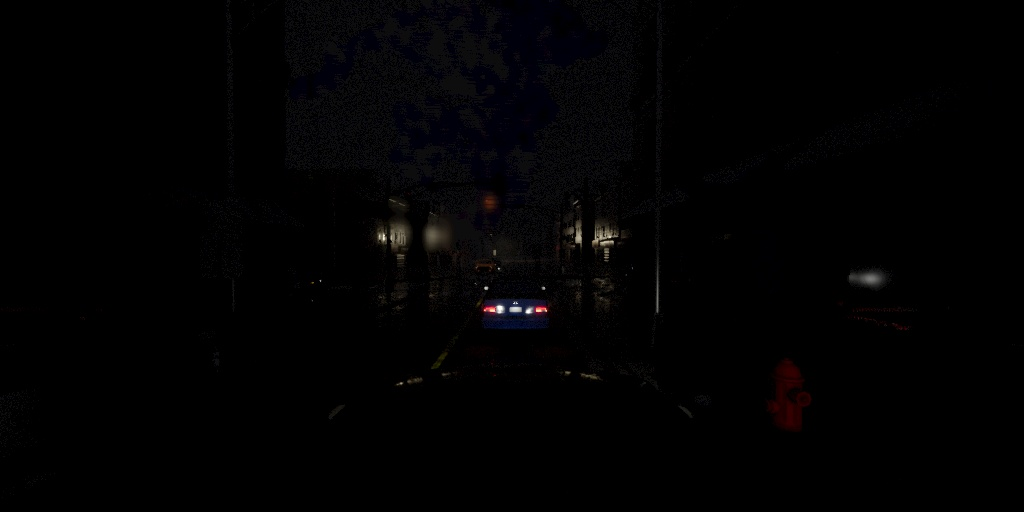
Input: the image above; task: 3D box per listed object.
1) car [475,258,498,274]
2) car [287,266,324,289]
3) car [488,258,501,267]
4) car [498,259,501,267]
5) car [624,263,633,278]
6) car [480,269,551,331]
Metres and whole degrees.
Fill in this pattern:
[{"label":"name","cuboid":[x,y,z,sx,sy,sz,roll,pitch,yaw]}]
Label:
[{"label":"car","cuboid":[-2.851,1.082,38.708,1.882,1.535,5.008,0,0,0]},{"label":"car","cuboid":[-14.800,1.378,23.102,4.892,1.490,1.837,0,1,-2]},{"label":"car","cuboid":[-2.840,1.061,59.330,1.895,1.301,4.718,0,0,0]},{"label":"car","cuboid":[-2.852,1.041,48.936,1.837,1.490,4.892,0,0,0]},{"label":"car","cuboid":[10.572,0.732,26.162,4.553,1.767,2.097,-2,1,1]},{"label":"car","cuboid":[0.088,1.286,10.842,2.033,1.411,5.357,0,0,0]}]
